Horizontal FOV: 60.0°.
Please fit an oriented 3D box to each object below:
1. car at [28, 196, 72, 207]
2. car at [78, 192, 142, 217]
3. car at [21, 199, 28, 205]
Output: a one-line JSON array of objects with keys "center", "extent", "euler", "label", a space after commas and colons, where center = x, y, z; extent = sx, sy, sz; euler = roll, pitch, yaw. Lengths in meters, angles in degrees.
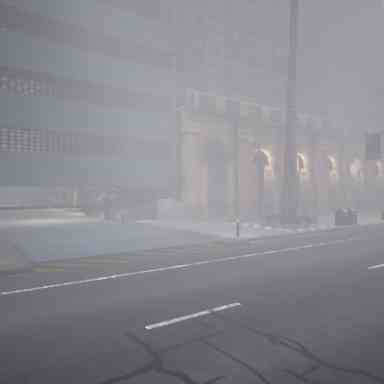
[{"center": [-18.528, 1.463, 43.891], "extent": [4.718, 1.301, 1.895], "euler": [0, 0, -36], "label": "car"}, {"center": [-7.097, 1.029, 29.324], "extent": [5.566, 2.045, 2.435], "euler": [0, 0, -36], "label": "car"}, {"center": [-24.934, 1.413, 53.572], "extent": [4.786, 1.482, 2.161], "euler": [0, 0, -36], "label": "car"}]
